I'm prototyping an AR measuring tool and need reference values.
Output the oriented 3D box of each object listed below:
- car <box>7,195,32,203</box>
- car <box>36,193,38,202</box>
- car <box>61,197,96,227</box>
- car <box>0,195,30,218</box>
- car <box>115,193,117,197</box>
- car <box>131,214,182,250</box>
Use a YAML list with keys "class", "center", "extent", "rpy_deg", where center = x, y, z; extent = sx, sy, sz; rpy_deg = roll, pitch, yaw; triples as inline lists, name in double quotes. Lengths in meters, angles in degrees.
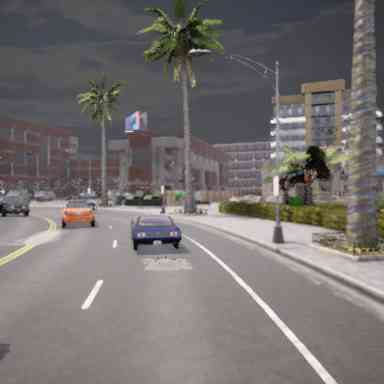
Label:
- class: "car"
  center: [-37.675, 1.456, 72.579]
  extent: [4.553, 1.767, 2.185]
  rpy_deg: [0, 0, 19]
- class: "car"
  center: [-35.252, 1.597, 79.781]
  extent: [4.193, 1.474, 1.816]
  rpy_deg: [0, 0, 19]
- class: "car"
  center: [-8.175, 1.398, 23.666]
  extent: [2.097, 1.767, 4.553]
  rpy_deg: [0, 0, -22]
- class: "car"
  center: [-17.447, 1.315, 32.195]
  extent: [2.150, 2.045, 5.566]
  rpy_deg: [0, 0, -40]
- class: "car"
  center: [-18.127, 1.527, 77.960]
  extent: [4.674, 1.452, 2.002]
  rpy_deg: [0, 0, 19]
- class: "car"
  center: [-1.724, 1.613, 14.591]
  extent: [1.895, 1.301, 4.718]
  rpy_deg: [0, 0, -12]
